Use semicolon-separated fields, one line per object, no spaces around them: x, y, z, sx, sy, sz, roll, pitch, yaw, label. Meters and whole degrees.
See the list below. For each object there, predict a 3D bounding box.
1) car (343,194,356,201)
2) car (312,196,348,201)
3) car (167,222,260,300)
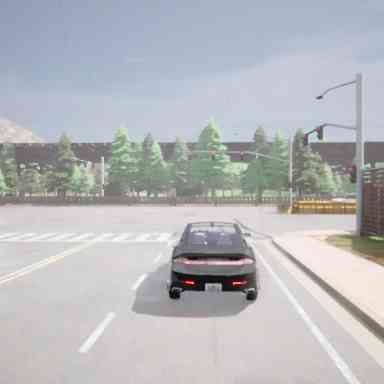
19.831;1.210;41.332;5.566;2.045;2.150;0;0;2;car
14.550;1.481;37.949;4.902;1.511;2.128;0;0;1;car
0.511;1.489;8.374;2.128;1.511;4.902;0;0;3;car
